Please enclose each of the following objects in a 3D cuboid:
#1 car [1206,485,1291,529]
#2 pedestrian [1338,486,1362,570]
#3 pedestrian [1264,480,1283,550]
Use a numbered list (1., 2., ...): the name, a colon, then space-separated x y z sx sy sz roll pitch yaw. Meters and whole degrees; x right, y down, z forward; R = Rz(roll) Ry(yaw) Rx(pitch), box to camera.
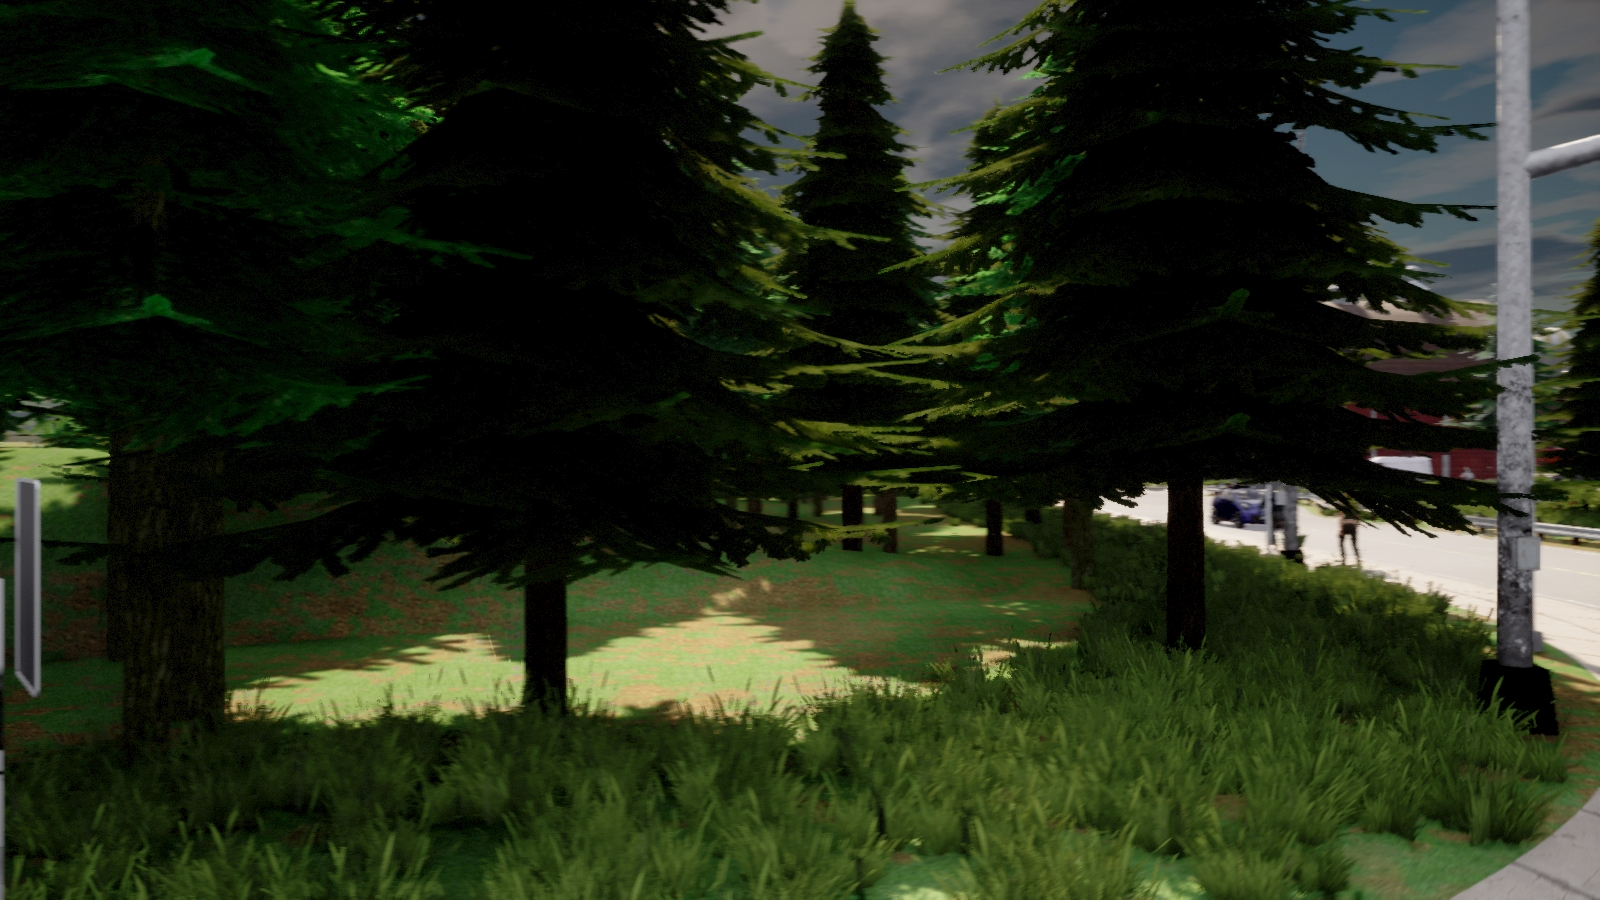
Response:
1. car: 16.860 2.119 43.117 1.845 1.501 3.633 0 0 1
2. pedestrian: 12.314 1.731 25.589 0.375 1.860 0.375 0 0 3
3. pedestrian: 12.743 1.745 30.769 0.375 1.860 0.375 0 0 5
